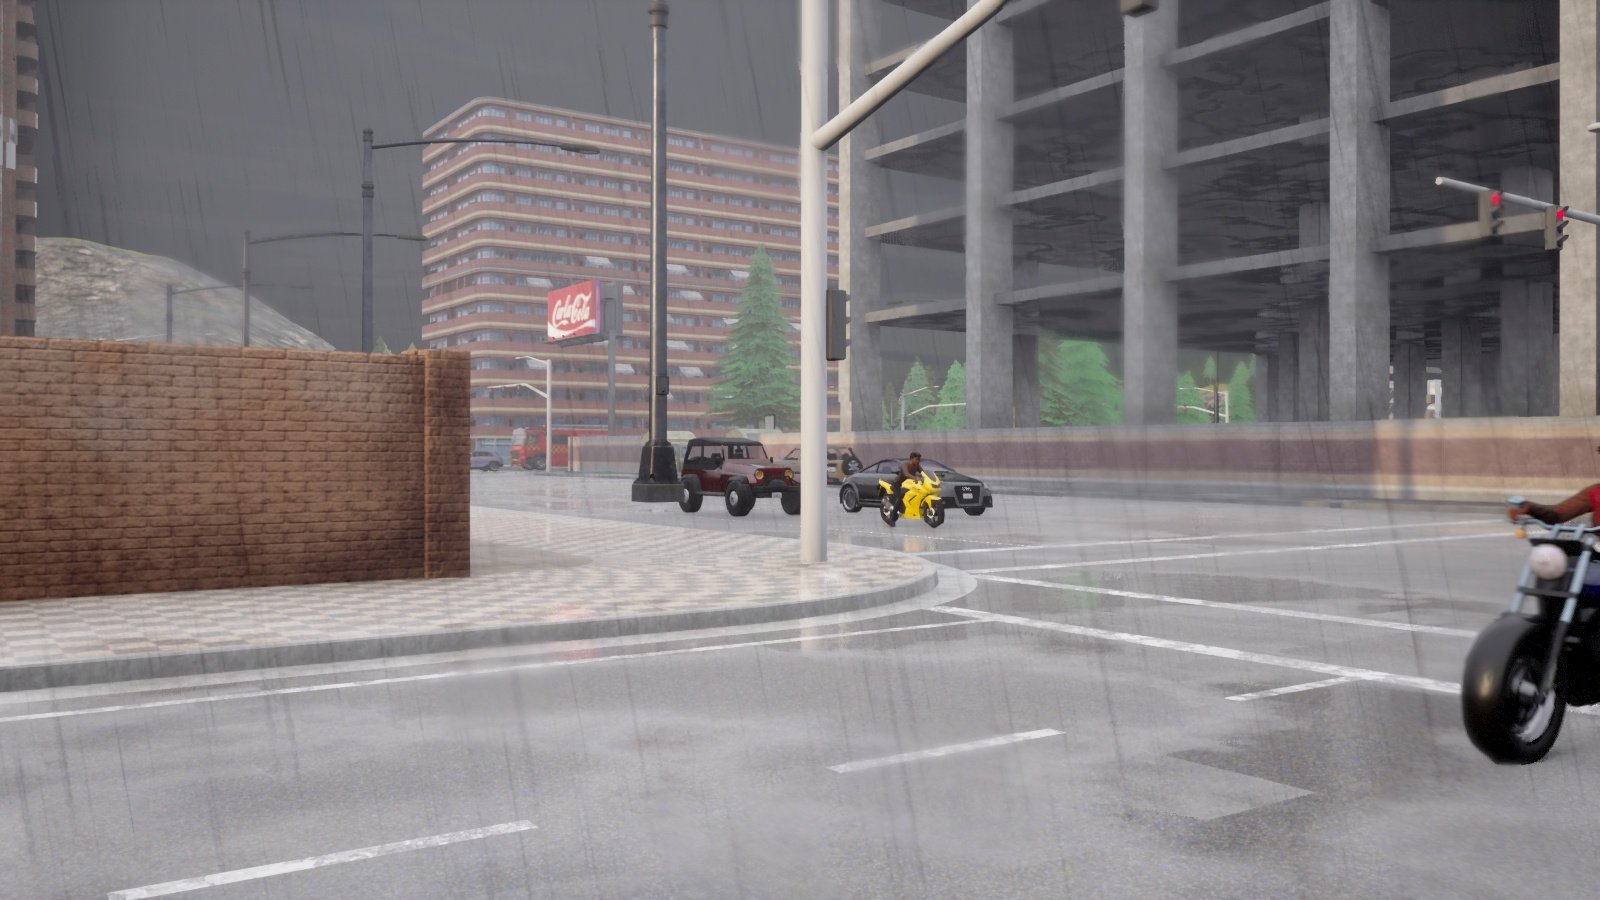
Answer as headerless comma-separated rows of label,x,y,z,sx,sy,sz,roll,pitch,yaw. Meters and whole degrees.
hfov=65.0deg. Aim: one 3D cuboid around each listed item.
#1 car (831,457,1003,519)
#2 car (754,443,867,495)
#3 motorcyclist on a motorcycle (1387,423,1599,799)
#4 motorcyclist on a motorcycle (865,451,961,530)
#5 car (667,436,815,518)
car,2.787,0.878,30.800,1.994,1.385,4.181,0,0,-34
car,0.341,0.675,46.797,1.932,1.855,4.605,0,0,-34
motorcyclist on a motorcycle,4.075,0.702,6.456,2.350,1.649,0.766,0,0,-32
motorcyclist on a motorcycle,2.260,0.784,25.376,0.797,1.523,2.044,0,0,-35
car,-1.511,0.619,30.884,1.905,1.878,3.866,0,0,-34
